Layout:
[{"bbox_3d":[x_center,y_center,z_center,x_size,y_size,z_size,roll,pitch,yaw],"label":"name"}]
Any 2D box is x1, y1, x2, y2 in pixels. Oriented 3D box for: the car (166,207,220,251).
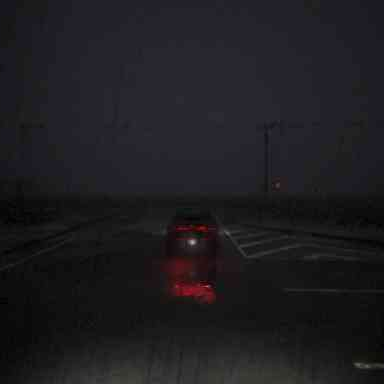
[{"bbox_3d":[0.039,1.340,13.201,1.837,1.490,4.892,0,1,1],"label":"car"}]
